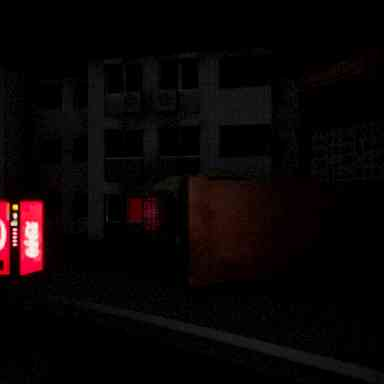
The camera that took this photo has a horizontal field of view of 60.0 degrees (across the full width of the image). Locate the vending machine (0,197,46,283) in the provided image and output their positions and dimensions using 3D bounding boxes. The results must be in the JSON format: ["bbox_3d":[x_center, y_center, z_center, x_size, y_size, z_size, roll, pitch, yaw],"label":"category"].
[{"bbox_3d":[-4.672,1.195,8.870,0.880,2.100,1.100,0,0,22],"label":"vending machine"}]
